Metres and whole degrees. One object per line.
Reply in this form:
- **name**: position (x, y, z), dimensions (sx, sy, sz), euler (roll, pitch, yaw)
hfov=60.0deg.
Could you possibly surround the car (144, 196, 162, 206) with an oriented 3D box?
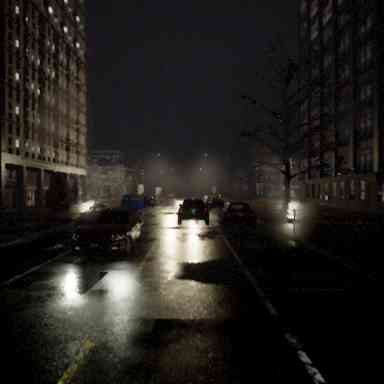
- **car**: position (-5.687, 1.257, 48.924), dimensions (2.008, 1.369, 4.403), euler (0, 0, 0)

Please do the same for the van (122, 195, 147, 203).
- **van**: position (-5.685, 1.151, 31.847), dimensions (1.690, 1.788, 3.998), euler (0, 0, 0)

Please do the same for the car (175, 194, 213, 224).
- **car**: position (0.092, 1.213, 23.291), dimensions (2.097, 1.767, 4.553), euler (0, 0, 0)

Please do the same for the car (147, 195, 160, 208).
- **car**: position (-5.686, 1.180, 43.231), dimensions (1.967, 1.590, 4.097), euler (0, 0, 0)

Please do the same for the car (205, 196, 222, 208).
- **car**: position (2.694, 1.285, 43.215), dimensions (1.887, 1.381, 4.507), euler (0, 0, 0)

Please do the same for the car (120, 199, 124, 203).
- **car**: position (-5.686, 1.405, 20.293), dimensions (1.752, 1.417, 4.829), euler (0, 0, 0)

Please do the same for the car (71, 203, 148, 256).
- **car**: position (-3.100, 1.400, 13.045), dimensions (1.882, 1.535, 5.008), euler (0, 0, 0)

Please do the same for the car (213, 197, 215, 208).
- **car**: position (2.694, 1.326, 37.523), dimensions (2.008, 1.369, 4.403), euler (0, 0, 0)

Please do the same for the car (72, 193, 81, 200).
- **car**: position (-25.412, 1.020, 67.008), dimensions (4.403, 1.369, 2.008), euler (0, 0, 1)

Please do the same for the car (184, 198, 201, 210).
- **car**: position (0.096, 1.364, 39.500), dimensions (1.895, 1.301, 4.718), euler (0, 0, 0)

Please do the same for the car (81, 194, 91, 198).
- **car**: position (-25.451, 0.988, 75.390), dimensions (4.829, 1.417, 1.752), euler (0, 0, 1)

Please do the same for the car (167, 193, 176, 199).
- **car**: position (-5.687, 1.058, 87.002), dimensions (1.802, 1.307, 4.206), euler (0, 0, 0)

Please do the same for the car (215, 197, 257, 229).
- **car**: position (2.695, 1.319, 20.447), dimensions (1.967, 1.590, 4.097), euler (0, 0, 0)
